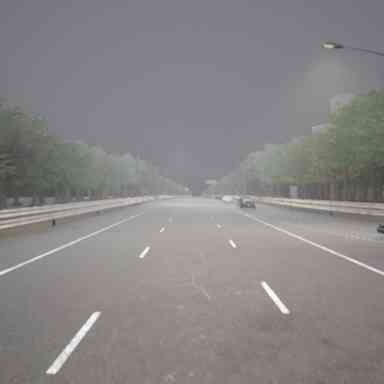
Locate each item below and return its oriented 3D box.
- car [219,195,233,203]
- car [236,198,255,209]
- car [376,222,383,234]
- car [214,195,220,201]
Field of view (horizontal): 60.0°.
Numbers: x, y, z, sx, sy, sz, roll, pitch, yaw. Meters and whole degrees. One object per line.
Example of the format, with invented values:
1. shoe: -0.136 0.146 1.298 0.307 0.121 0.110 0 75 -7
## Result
1. car: 7.029 1.476 66.336 1.812 1.442 4.674 0 0 0
2. car: 7.033 1.484 43.590 1.812 1.442 4.674 0 0 0
3. car: 10.640 1.556 14.193 2.033 1.411 5.357 0 0 -15
4. car: 7.124 1.544 90.446 1.882 1.535 5.008 0 -1 0
